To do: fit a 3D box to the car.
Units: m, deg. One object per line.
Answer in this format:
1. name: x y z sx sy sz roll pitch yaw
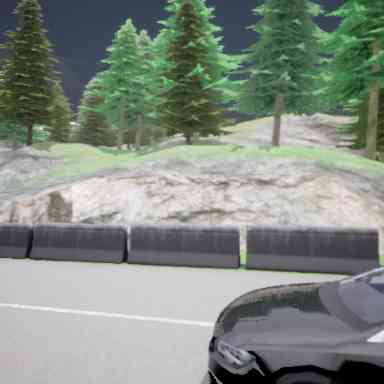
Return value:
1. car: 2.589 1.396 3.080 4.902 1.511 2.128 -1 1 15
